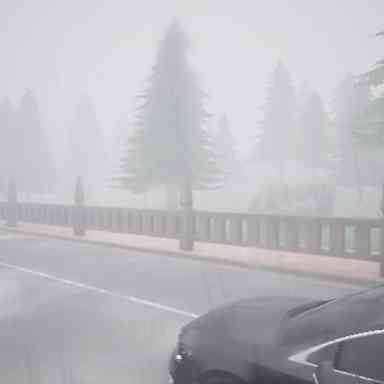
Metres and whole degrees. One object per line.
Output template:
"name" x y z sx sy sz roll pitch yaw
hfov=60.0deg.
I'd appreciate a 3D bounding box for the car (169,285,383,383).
"car" 2.027 1.506 2.547 4.892 1.490 1.837 0 0 35
